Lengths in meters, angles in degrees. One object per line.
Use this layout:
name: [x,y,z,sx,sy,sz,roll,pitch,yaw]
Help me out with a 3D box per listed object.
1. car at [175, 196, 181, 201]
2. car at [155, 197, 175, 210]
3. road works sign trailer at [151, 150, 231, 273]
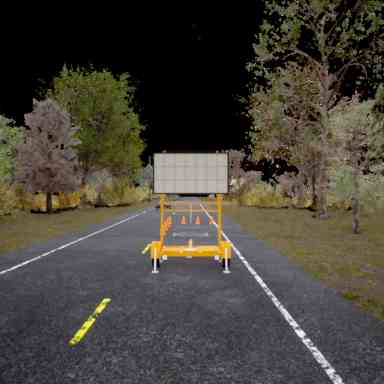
car: [-3.852,1.758,86.300,1.994,1.385,4.181,0,0,0]
car: [-3.776,1.622,44.473,1.994,1.385,4.181,0,0,0]
road works sign trailer: [-0.036,0.469,10.672,2.380,3.560,2.880,0,0,0]
